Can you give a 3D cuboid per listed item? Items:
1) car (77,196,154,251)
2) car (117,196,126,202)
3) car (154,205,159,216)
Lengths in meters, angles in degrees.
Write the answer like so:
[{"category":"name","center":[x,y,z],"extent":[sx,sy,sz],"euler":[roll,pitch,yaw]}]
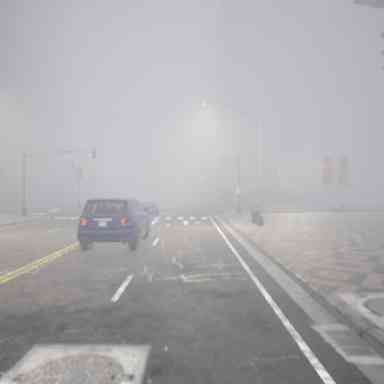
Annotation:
[{"category":"car","center":[-3.160,1.228,14.372],"extent":[2.150,2.045,5.566],"euler":[0,0,0]},{"category":"car","center":[-16.360,1.607,77.217],"extent":[1.812,1.442,4.674],"euler":[0,0,-9]},{"category":"car","center":[-4.542,1.583,32.319],"extent":[1.994,1.385,4.181],"euler":[0,0,-18]}]
